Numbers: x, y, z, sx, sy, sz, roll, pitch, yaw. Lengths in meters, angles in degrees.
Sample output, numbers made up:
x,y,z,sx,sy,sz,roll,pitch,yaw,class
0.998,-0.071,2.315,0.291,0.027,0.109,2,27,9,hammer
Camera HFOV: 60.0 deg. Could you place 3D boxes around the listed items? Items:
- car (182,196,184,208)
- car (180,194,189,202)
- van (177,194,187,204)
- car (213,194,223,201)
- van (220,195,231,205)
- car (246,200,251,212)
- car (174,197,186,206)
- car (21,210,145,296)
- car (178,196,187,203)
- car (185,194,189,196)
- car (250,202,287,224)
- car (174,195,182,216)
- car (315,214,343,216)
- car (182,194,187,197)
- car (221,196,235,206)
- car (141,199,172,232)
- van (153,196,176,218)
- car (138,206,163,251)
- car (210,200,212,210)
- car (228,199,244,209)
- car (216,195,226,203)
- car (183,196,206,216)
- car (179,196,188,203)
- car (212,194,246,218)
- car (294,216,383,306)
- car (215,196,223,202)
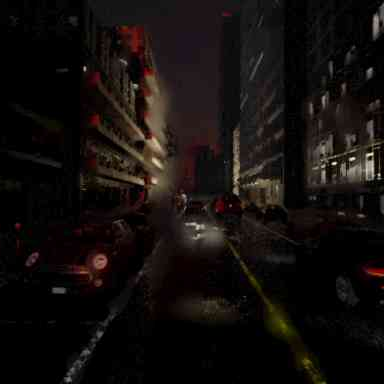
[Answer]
x,y,z,sx,sy,sz,roll,pitch,yaw,class
-2.244,1.572,41.864,2.008,1.369,4.403,2,0,1,car
-1.788,1.366,80.688,2.192,1.841,5.009,2,0,1,car
-1.975,1.381,64.050,1.690,1.788,3.998,2,0,1,van
6.619,1.430,86.237,2.192,1.841,5.009,1,0,1,car
6.380,1.441,64.047,1.690,1.788,3.998,1,0,1,van
6.079,1.602,36.478,1.752,1.417,4.829,1,0,1,car
-2.077,1.561,58.333,1.752,1.417,4.829,2,0,1,car
-2.599,1.430,8.585,1.967,1.590,4.097,2,0,1,car
-1.915,1.569,69.425,1.752,1.417,4.829,2,0,1,car
-2.122,1.346,52.957,2.192,1.841,5.009,2,0,1,car
5.957,1.617,25.213,2.008,1.369,4.403,1,0,1,car
-2.357,1.326,30.771,2.192,1.841,5.009,2,0,1,car
5.838,1.601,14.118,1.887,1.381,4.507,1,0,1,car
-2.182,1.466,47.411,1.967,1.590,4.097,2,0,1,car
6.318,1.536,58.499,1.967,1.590,4.097,1,0,1,car
-2.479,1.441,19.679,1.967,1.590,4.097,2,0,1,car
-2.417,1.347,25.225,1.690,1.788,3.998,2,0,1,van
-2.542,1.540,14.132,1.887,1.381,4.507,2,0,1,car
3.461,1.415,43.645,2.097,1.767,4.553,0,0,1,car
6.195,1.669,47.404,1.802,1.307,4.206,1,0,1,car
6.497,1.548,75.142,1.967,1.590,4.097,1,0,1,car
0.340,1.510,33.297,1.882,1.535,5.008,0,0,1,car
-1.855,1.629,75.141,1.802,1.307,4.206,2,0,1,car
3.352,1.271,31.197,2.150,2.045,5.566,0,0,1,car
3.916,1.563,7.970,1.812,1.442,4.674,0,0,0,car
6.556,1.637,80.860,1.752,1.417,4.829,1,0,1,car
